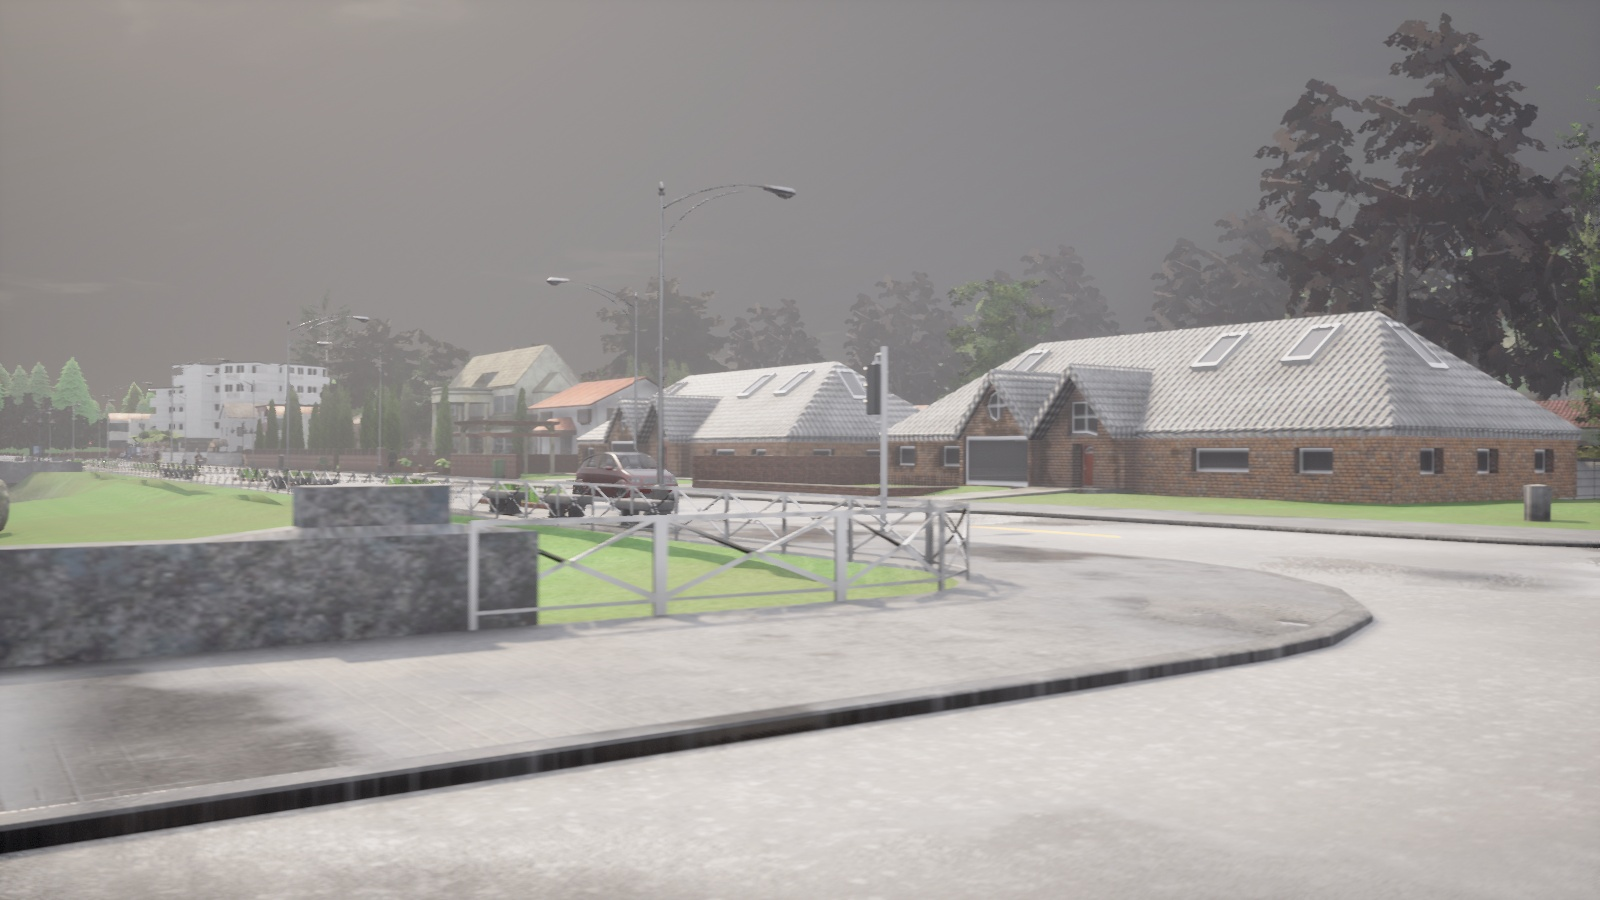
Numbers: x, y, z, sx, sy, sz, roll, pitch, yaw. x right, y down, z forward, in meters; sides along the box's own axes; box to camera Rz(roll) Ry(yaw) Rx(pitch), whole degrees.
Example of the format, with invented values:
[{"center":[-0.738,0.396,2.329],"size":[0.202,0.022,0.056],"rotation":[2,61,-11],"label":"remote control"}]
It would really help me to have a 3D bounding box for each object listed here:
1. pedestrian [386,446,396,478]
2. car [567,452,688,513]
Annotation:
[{"center":[-25.430,0.739,78.068],"size":[0.423,1.949,0.788],"rotation":[0,0,-36],"label":"pedestrian"},{"center":[-4.764,0.843,34.277],"size":[1.789,1.549,3.705],"rotation":[0,0,-35],"label":"car"}]
